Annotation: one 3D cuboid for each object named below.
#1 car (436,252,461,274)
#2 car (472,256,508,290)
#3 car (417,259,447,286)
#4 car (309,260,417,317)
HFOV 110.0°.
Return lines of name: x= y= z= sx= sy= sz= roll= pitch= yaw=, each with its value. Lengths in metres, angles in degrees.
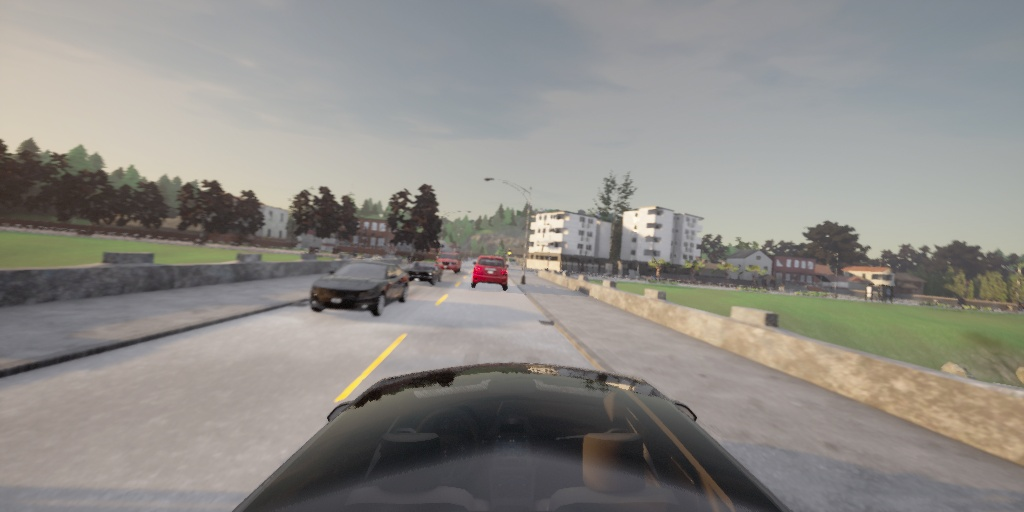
car: x=-6.361 y=0.664 z=36.366 sx=2.150 sy=2.045 sz=5.566 roll=5 pitch=0 yaw=-3
car: x=-1.442 y=1.057 z=23.682 sx=2.150 sy=2.045 sz=5.566 roll=5 pitch=-1 yaw=-4
car: x=-5.466 y=1.025 z=22.308 sx=1.895 sy=1.301 sz=4.718 roll=5 pitch=0 yaw=-4
car: x=-4.728 y=0.892 z=11.835 sx=1.882 sy=1.535 sz=5.008 roll=5 pitch=0 yaw=-4
